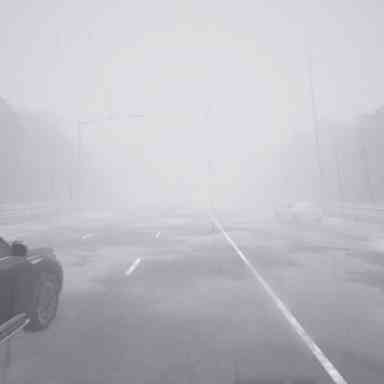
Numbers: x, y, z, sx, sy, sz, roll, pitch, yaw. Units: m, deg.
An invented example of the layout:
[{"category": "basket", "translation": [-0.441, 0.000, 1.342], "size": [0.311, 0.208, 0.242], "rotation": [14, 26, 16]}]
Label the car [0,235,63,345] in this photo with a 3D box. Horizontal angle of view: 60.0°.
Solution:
[{"category": "car", "translation": [-3.398, 1.215, 3.641], "size": [2.150, 2.045, 5.566], "rotation": [0, 0, 0]}]

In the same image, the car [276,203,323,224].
[{"category": "car", "translation": [7.815, 1.522, 24.551], "size": [1.812, 1.442, 4.674], "rotation": [0, 0, -10]}]
